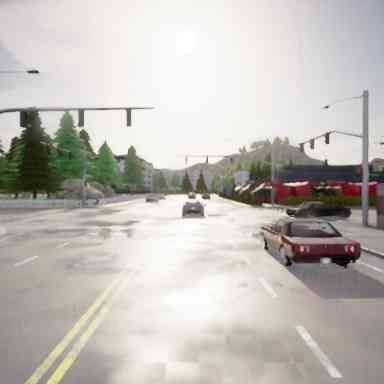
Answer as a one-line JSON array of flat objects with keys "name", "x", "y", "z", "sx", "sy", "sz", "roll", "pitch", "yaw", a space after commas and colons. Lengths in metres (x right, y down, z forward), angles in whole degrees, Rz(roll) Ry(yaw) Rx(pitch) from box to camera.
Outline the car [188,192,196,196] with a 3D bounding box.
[{"name": "car", "x": 0.007, "y": 1.048, "z": 80.579, "sx": 2.128, "sy": 1.511, "sz": 4.902, "roll": 0, "pitch": 0, "yaw": 0}]

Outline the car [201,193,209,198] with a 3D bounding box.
[{"name": "car", "x": 3.508, "y": 0.947, "z": 89.771, "sx": 1.895, "sy": 1.301, "sz": 4.718, "roll": 0, "pitch": 0, "yaw": 0}]

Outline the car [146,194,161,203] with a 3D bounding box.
[{"name": "car", "x": -7.036, "y": 1.156, "z": 58.900, "sx": 1.837, "sy": 1.490, "sz": 4.892, "roll": 0, "pitch": 1, "yaw": 1}]

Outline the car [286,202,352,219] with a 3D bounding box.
[{"name": "car", "x": 9.669, "y": 1.417, "z": 25.253, "sx": 4.718, "sy": 1.301, "sz": 1.895, "roll": -1, "pitch": 0, "yaw": -16}]

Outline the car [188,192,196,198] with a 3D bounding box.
[{"name": "car", "x": 0.008, "y": 0.830, "z": 89.741, "sx": 1.882, "sy": 1.535, "sz": 5.008, "roll": 0, "pitch": 0, "yaw": 0}]

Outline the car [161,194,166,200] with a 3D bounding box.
[{"name": "car", "x": -6.994, "y": 1.084, "z": 74.505, "sx": 1.812, "sy": 1.442, "sz": 4.674, "roll": 0, "pitch": 0, "yaw": 0}]

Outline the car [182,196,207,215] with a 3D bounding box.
[{"name": "car", "x": 0.097, "y": 1.372, "z": 30.915, "sx": 1.994, "sy": 1.385, "sz": 4.181, "roll": 0, "pitch": 0, "yaw": 0}]

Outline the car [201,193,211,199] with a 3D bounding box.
[{"name": "car", "x": 3.507, "y": 1.115, "z": 80.863, "sx": 1.895, "sy": 1.301, "sz": 4.718, "roll": 0, "pitch": 0, "yaw": 0}]

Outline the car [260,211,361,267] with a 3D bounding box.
[{"name": "car", "x": 3.587, "y": 1.534, "z": 11.102, "sx": 1.895, "sy": 1.301, "sz": 4.718, "roll": 0, "pitch": 0, "yaw": 0}]
